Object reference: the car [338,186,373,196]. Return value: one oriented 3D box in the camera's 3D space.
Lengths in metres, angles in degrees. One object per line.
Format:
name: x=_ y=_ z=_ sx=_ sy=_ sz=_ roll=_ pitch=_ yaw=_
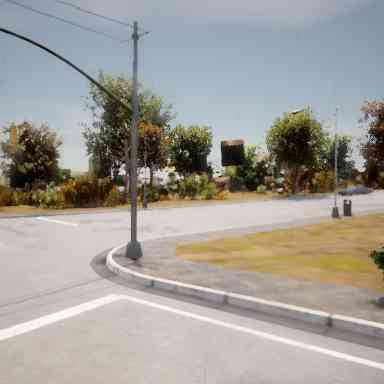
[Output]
car: x=23.605 y=-0.164 z=47.999 sx=5.357 sy=1.411 sz=2.033 roll=-3 pitch=2 yaw=-25
